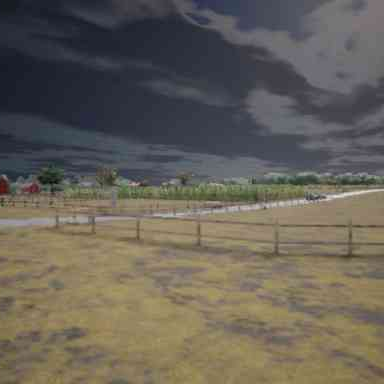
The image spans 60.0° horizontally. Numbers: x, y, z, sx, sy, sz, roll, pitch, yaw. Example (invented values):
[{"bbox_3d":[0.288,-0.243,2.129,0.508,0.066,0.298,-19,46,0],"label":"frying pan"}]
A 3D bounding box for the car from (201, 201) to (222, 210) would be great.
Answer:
[{"bbox_3d":[3.309,2.215,55.784,1.812,1.442,4.674,-1,-1,36],"label":"car"}]

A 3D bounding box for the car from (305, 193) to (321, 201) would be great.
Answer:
[{"bbox_3d":[32.318,1.372,89.948,2.150,2.045,5.566,-1,0,36],"label":"car"}]
